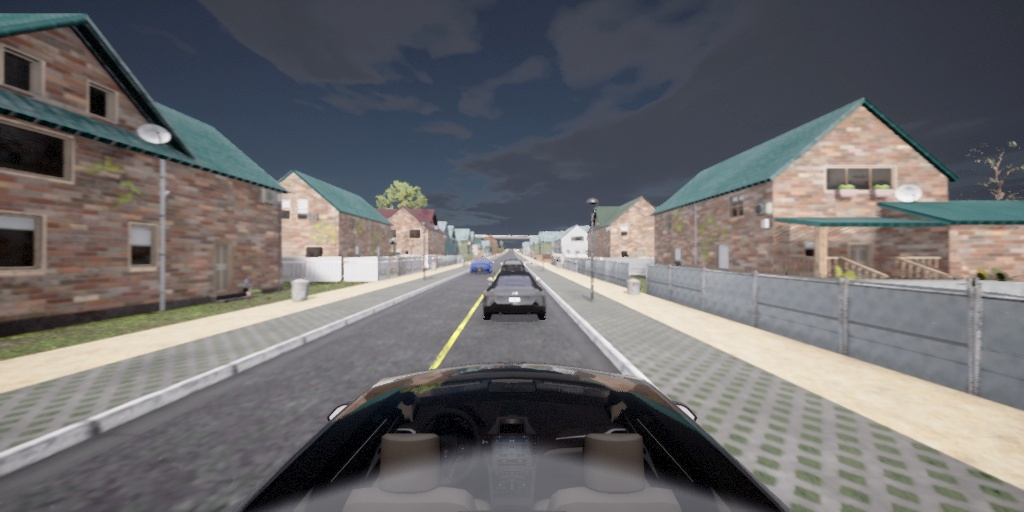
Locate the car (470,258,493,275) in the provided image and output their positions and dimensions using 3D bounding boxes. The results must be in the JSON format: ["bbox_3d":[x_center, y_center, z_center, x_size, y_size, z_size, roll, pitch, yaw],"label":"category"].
[{"bbox_3d":[-2.853,0.924,34.029,1.882,1.535,5.008,0,1,0],"label":"car"}]

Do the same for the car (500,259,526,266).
[{"bbox_3d":[0.090,0.976,28.672,1.882,1.535,5.008,0,1,0],"label":"car"}]

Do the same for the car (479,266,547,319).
[{"bbox_3d":[0.084,1.217,12.403,1.994,1.385,4.181,0,1,0],"label":"car"}]
